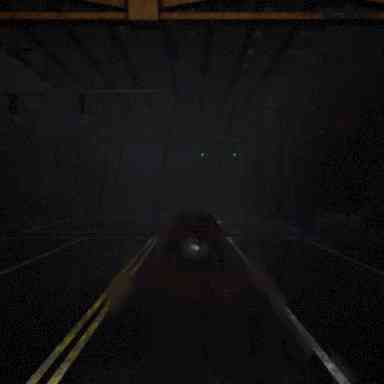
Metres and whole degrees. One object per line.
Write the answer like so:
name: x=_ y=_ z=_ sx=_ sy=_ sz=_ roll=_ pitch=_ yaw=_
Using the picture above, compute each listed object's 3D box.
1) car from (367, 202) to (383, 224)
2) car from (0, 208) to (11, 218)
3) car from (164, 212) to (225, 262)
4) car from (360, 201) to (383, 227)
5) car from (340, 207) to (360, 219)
car: x=13.290 y=1.266 z=20.487 sx=4.536 sy=1.218 sz=1.853 roll=0 pitch=0 yaw=-20
car: x=-16.519 y=1.521 z=24.782 sx=5.357 sy=1.411 sz=2.033 roll=0 pitch=0 yaw=-1
car: x=0.088 y=1.463 z=12.054 sx=1.882 sy=1.535 sz=5.008 roll=0 pitch=0 yaw=0
car: x=13.241 y=1.424 z=20.469 sx=4.974 sy=1.542 sz=2.038 roll=0 pitch=0 yaw=-20
car: x=13.611 y=1.261 z=24.606 sx=4.536 sy=1.218 sz=1.853 roll=0 pitch=0 yaw=25
